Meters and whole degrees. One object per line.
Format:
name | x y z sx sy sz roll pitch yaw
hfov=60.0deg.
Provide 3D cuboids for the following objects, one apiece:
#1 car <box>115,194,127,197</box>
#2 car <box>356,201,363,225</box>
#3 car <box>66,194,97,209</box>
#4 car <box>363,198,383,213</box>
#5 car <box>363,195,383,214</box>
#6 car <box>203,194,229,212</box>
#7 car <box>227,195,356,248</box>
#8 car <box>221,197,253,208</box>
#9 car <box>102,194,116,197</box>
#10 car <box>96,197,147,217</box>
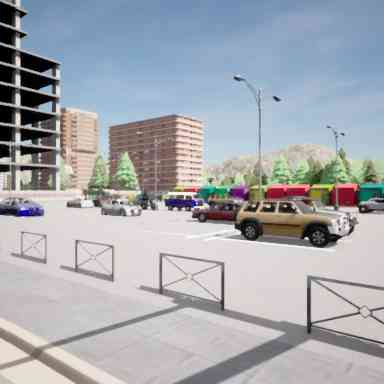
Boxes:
car | -11.118 1.152 47.468 4.605 1.855 1.932 0 0 38
car | 5.907 1.156 16.298 3.866 1.878 1.905 0 0 38
car | -14.518 1.394 43.044 3.806 1.475 1.970 0 0 38
car | 19.766 1.396 34.047 3.806 1.475 1.970 0 0 38
car | 17.973 1.156 31.773 3.866 1.878 1.905 0 0 38
car | 4.163 1.153 42.556 4.605 1.855 1.932 0 0 38
car | 4.080 1.153 14.052 4.605 1.855 1.932 0 0 38
car | 5.999 1.363 44.797 3.905 1.438 1.784 0 0 38
car | -12.733 1.363 45.324 3.905 1.438 1.784 0 0 38
car | -6.181 1.395 29.194 3.806 1.475 1.970 0 0 38
